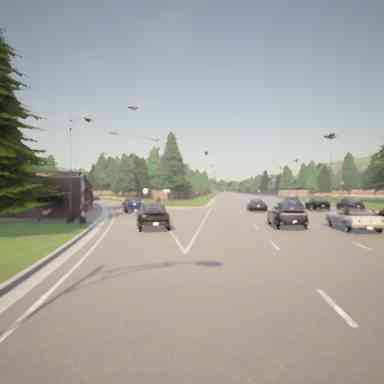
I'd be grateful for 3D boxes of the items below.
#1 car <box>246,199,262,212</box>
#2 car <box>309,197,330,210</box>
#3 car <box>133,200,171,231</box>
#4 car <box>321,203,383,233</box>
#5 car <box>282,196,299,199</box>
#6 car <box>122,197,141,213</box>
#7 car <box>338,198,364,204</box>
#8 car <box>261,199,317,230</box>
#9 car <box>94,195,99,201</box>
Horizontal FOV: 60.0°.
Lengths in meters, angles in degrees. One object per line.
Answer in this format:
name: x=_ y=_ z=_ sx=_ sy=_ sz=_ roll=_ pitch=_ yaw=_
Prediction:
car: x=7.364 y=1.472 z=37.967 sx=1.994 sy=1.385 sz=4.181 roll=0 pitch=0 yaw=5
car: x=14.433 y=1.362 z=38.471 sx=1.882 sy=1.535 sz=5.008 roll=0 pitch=0 yaw=5
car: x=-2.445 y=1.475 z=20.383 sx=1.837 sy=1.490 sz=4.892 roll=0 pitch=0 yaw=-12
car: x=9.247 y=1.537 z=19.111 sx=1.895 sy=1.301 sz=4.718 roll=0 pitch=0 yaw=5
car: x=10.783 y=1.251 z=36.892 sx=2.097 sy=1.767 sz=4.553 roll=0 pitch=0 yaw=5
car: x=-6.610 y=1.306 z=36.979 sx=2.097 sy=1.767 sz=4.553 roll=0 pitch=0 yaw=-16
car: x=17.865 y=1.401 z=37.689 sx=1.812 sy=1.442 sz=4.674 roll=0 pitch=0 yaw=5
car: x=5.877 y=1.435 z=20.785 sx=2.128 sy=1.511 sz=4.902 roll=0 pitch=0 yaw=5
car: x=-24.163 y=1.443 z=82.240 sx=1.812 sy=1.442 sz=4.674 roll=0 pitch=0 yaw=-28
